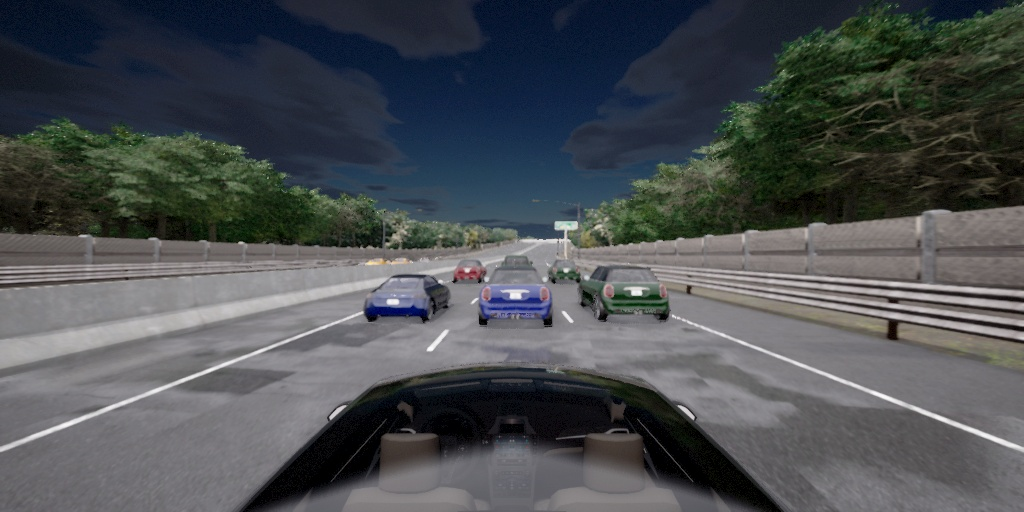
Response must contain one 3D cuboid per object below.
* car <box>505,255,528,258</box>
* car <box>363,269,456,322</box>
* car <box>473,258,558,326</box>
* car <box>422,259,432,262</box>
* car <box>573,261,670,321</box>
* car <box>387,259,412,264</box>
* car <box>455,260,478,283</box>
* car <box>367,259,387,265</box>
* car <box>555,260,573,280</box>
[{"bbox_3d":[0.359,0.939,26.605,2.150,2.045,5.566,0,0,2],"label":"car"},{"bbox_3d":[-3.366,1.286,12.245,1.994,1.385,4.181,0,0,1],"label":"car"},{"bbox_3d":[0.126,1.079,11.730,2.097,1.767,4.553,0,0,1],"label":"car"},{"bbox_3d":[-12.879,1.206,53.462,1.812,1.442,4.674,0,0,3],"label":"car"},{"bbox_3d":[3.639,1.080,12.491,2.097,1.767,4.553,0,0,1],"label":"car"},{"bbox_3d":[-16.380,1.153,53.442,1.882,1.535,5.008,0,0,3],"label":"car"},{"bbox_3d":[-3.114,1.063,27.538,2.097,1.767,4.553,0,0,2],"label":"car"},{"bbox_3d":[-19.878,1.149,53.517,1.882,1.535,5.008,0,0,3],"label":"car"},{"bbox_3d":[3.885,1.070,27.424,2.097,1.767,4.553,0,0,2],"label":"car"}]
